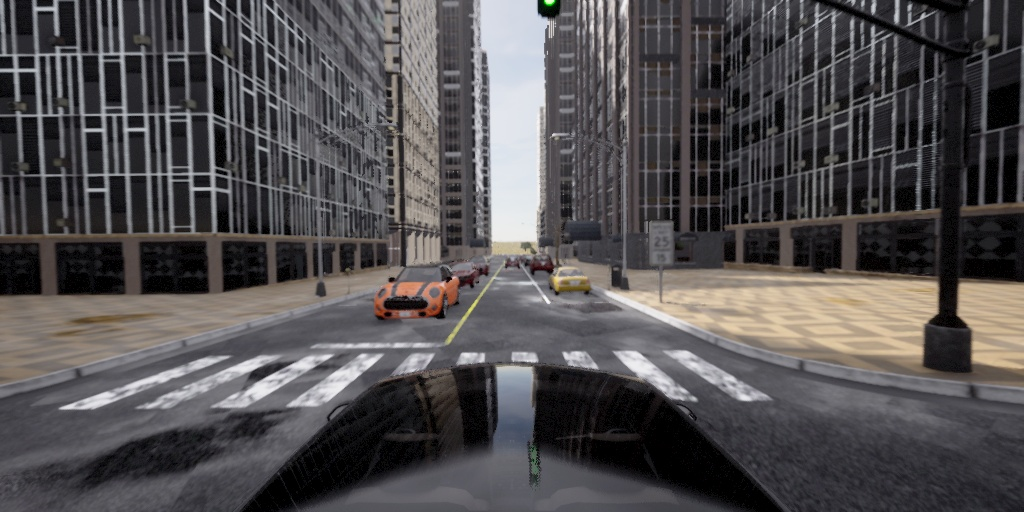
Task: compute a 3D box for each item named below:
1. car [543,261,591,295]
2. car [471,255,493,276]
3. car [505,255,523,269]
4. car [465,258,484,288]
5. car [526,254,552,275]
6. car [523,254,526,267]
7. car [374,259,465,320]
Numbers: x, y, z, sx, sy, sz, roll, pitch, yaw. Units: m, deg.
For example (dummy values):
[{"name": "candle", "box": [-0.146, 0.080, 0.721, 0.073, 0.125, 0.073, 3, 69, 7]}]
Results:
[{"name": "car", "box": [2.817, 1.127, 18.287, 1.751, 1.417, 4.829, 0, 0, 0]}, {"name": "car", "box": [-3.106, 0.853, 32.601, 2.097, 1.767, 4.553, -1, 1, 0]}, {"name": "car", "box": [0.075, 0.851, 44.823, 1.812, 1.442, 4.674, -1, 1, 0]}, {"name": "car", "box": [-3.112, 1.093, 22.559, 1.882, 1.535, 5.008, -1, 1, 0]}, {"name": "car", "box": [2.719, 0.745, 33.368, 2.192, 1.841, 5.009, 0, 0, 0]}, {"name": "car", "box": [2.670, 0.793, 50.876, 1.948, 1.339, 4.313, 0, 0, 0]}, {"name": "car", "box": [-3.109, 1.077, 12.623, 2.097, 1.767, 4.553, -1, 1, 0]}]
